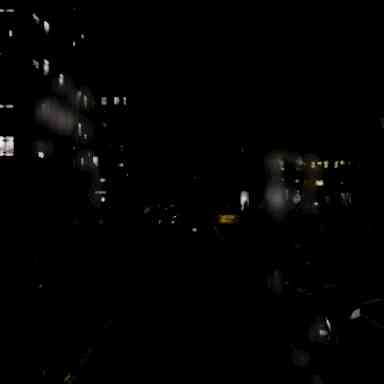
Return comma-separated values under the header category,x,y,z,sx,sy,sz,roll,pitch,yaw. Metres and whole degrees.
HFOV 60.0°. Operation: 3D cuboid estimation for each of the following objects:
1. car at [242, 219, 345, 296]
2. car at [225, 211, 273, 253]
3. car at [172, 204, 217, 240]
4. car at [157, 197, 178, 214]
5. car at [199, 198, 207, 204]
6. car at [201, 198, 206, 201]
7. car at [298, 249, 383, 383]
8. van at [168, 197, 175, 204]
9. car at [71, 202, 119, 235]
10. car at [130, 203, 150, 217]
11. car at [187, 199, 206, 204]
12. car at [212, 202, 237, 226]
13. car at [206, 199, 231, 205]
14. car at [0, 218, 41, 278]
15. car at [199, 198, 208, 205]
category,x,y,z,sx,sy,sz,roll,pitch,yaw
car,2.704,1.632,8.645,2.008,1.369,4.403,0,-1,0
car,2.712,1.700,14.184,1.947,1.339,4.313,0,-1,0
car,0.129,1.649,18.081,1.882,1.535,5.008,0,-1,0
car,-2.955,1.614,41.014,2.150,2.045,5.566,0,-1,0
car,2.819,2.298,85.685,1.967,1.590,4.097,0,-1,0
car,2.803,2.282,74.291,2.008,1.369,4.403,0,-1,0
car,2.695,1.595,3.107,1.947,1.339,4.313,0,-1,0
van,-5.553,2.264,91.397,1.690,1.788,3.998,0,-1,0
car,-5.660,1.627,19.738,1.967,1.590,4.097,0,-1,0
car,-5.636,1.868,36.186,1.752,1.417,4.829,0,-1,0
car,0.154,1.801,34.225,1.882,1.535,5.008,0,-1,0
car,2.729,1.766,25.433,1.752,1.417,4.829,0,-1,0
car,2.738,1.606,30.805,2.192,1.841,5.009,0,-1,0
car,-5.677,1.523,8.659,1.967,1.590,4.097,0,-1,0
car,2.811,2.235,79.989,1.967,1.590,4.097,0,-1,0
